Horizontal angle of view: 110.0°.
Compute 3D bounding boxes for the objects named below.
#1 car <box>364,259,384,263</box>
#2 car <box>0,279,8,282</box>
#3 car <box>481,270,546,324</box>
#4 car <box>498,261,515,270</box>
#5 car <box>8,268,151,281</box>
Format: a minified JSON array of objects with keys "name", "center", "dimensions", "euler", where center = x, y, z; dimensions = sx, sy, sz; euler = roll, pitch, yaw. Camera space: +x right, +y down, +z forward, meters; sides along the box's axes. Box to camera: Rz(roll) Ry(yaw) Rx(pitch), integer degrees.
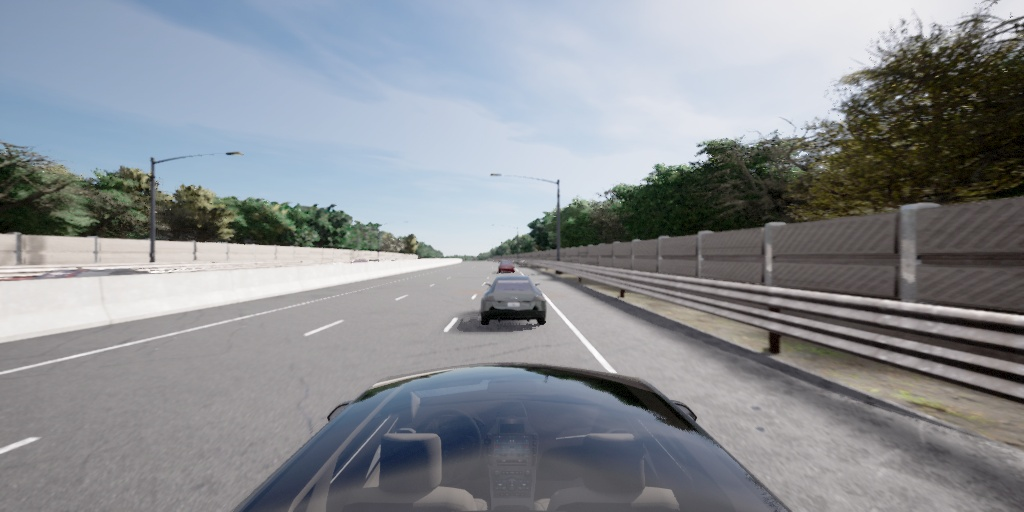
[{"name":"car","center":[-22.530,1.318,59.948],"dimensions":[1.895,1.301,4.718],"euler":[0,0,-2]},{"name":"car","center":[-21.230,1.334,17.233],"dimensions":[1.994,1.385,4.181],"euler":[0,0,-1]},{"name":"car","center":[0.029,1.339,12.122],"dimensions":[1.994,1.385,4.181],"euler":[0,0,-1]},{"name":"car","center":[-0.713,1.291,44.248],"dimensions":[1.994,1.385,4.181],"euler":[0,0,-2]},{"name":"car","center":[-17.708,1.298,15.644],"dimensions":[1.812,1.442,4.674],"euler":[0,0,-1]}]
